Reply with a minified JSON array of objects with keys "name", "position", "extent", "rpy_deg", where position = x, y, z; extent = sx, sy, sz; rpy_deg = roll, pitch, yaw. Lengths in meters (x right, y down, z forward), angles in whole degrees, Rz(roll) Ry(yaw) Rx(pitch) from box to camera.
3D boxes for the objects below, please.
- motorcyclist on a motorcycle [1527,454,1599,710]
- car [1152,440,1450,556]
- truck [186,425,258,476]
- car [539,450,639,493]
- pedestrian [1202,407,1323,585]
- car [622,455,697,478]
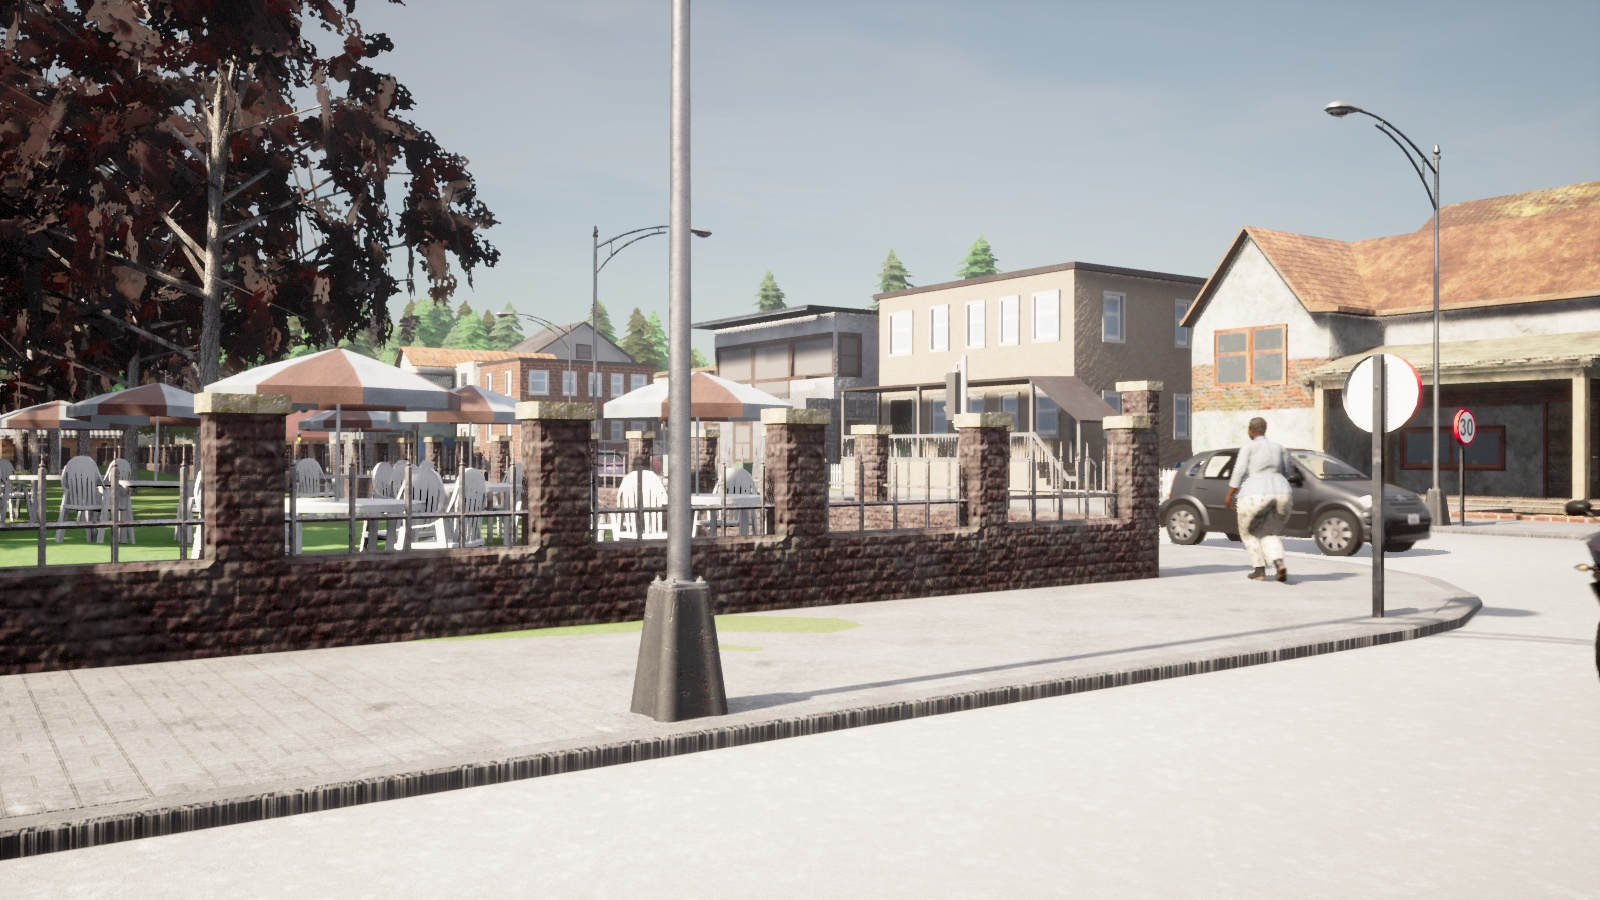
[{"name":"motorcyclist on a motorcycle","position":[5.679,0.788,8.130],"extent":[2.191,1.530,0.866],"rpy_deg":[0,0,-36]},{"name":"car","position":[7.728,0.675,19.701],"extent":[1.851,1.617,3.988],"rpy_deg":[0,0,-35]},{"name":"truck","position":[-41.321,0.070,89.628],"extent":[2.891,3.462,7.936],"rpy_deg":[0,0,-38]},{"name":"car","position":[-8.432,0.814,49.772],"extent":[2.033,1.649,4.856],"rpy_deg":[0,0,-35]},{"name":"pedestrian","position":[5.009,0.477,13.651],"extent":[0.874,1.855,0.900],"rpy_deg":[0,0,-14]},{"name":"car","position":[-8.764,1.019,78.282],"extent":[4.181,1.385,1.994],"rpy_deg":[0,0,-35]}]
